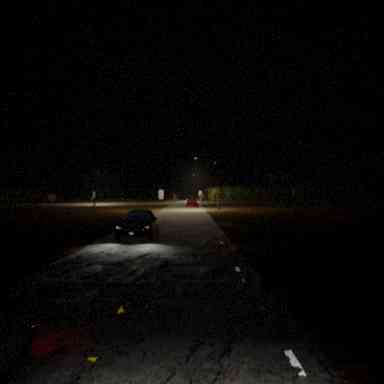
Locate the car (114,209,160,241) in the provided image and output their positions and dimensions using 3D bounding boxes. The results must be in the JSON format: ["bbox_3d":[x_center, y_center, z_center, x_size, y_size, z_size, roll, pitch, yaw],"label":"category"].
[{"bbox_3d":[-2.809,1.683,17.804,1.812,1.442,4.674,0,-1,0],"label":"car"}]

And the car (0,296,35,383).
[{"bbox_3d":[-2.835,1.565,1.712,2.033,1.411,5.357,0,-1,0],"label":"car"}]

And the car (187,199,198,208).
[{"bbox_3d":[0.041,1.873,56.263,1.882,1.535,5.008,0,0,0],"label":"car"}]
